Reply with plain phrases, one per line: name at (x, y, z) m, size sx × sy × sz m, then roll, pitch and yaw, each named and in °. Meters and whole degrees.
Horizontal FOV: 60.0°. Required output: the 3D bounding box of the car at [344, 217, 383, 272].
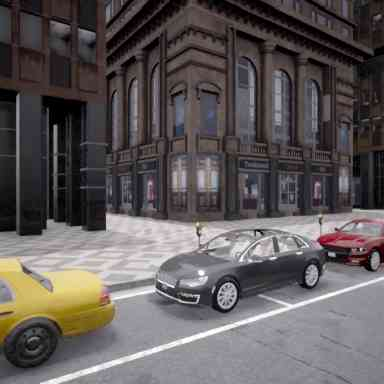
car at (5.828, 1.546, 10.817) m, size 4.507 × 1.381 × 1.887 m, roll 0°, pitch 0°, yaw -36°

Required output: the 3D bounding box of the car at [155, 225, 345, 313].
car at (1.261, 1.551, 7.554) m, size 4.403 × 1.369 × 2.008 m, roll 0°, pitch 0°, yaw -36°

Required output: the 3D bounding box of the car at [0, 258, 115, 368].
car at (-3.453, 1.525, 4.184) m, size 4.829 × 1.417 × 1.752 m, roll 0°, pitch 0°, yaw -36°
